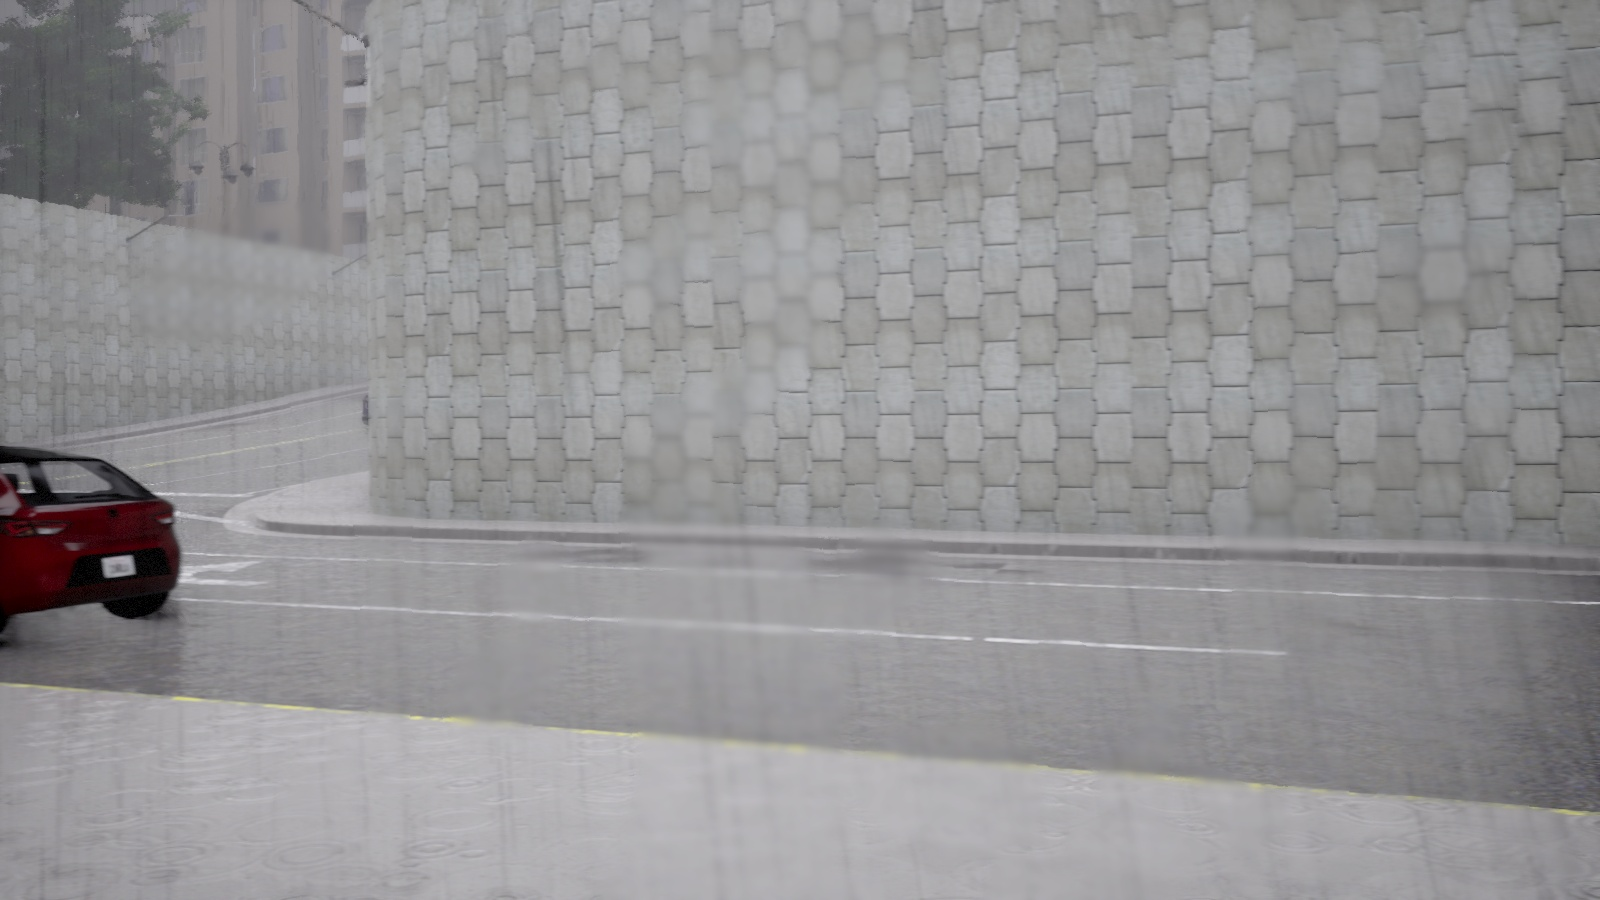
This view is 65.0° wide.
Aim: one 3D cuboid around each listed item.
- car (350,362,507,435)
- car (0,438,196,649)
[{"bbox_3d":[-11.234,-1.635,38.387,2.033,1.649,4.856,1,9,20],"label":"car"},{"bbox_3d":[-7.384,0.645,10.425,4.193,1.474,1.816,1,1,19],"label":"car"}]
